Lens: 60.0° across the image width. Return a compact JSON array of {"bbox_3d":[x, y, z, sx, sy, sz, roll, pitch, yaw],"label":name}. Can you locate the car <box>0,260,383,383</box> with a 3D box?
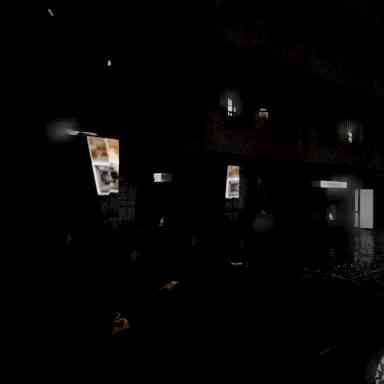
[{"bbox_3d":[0.429,1.527,3.386,4.674,1.442,1.812,0,0,-36],"label":"car"}]
